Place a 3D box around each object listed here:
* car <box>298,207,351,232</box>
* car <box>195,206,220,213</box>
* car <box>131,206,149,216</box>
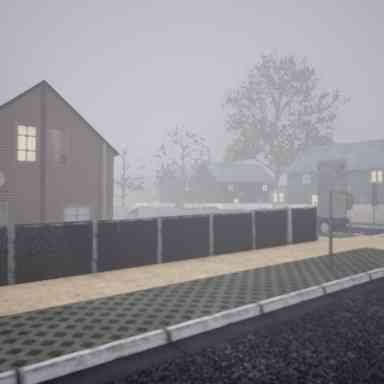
[{"bbox_3d":[7.749,1.744,21.787,1.882,1.535,5.008,1,-2,-37],"label":"car"},{"bbox_3d":[1.755,2.042,30.177,1.812,1.442,4.674,1,-2,-35],"label":"car"},{"bbox_3d":[-5.943,2.406,41.060,1.994,1.385,4.181,1,-2,-35],"label":"car"}]
